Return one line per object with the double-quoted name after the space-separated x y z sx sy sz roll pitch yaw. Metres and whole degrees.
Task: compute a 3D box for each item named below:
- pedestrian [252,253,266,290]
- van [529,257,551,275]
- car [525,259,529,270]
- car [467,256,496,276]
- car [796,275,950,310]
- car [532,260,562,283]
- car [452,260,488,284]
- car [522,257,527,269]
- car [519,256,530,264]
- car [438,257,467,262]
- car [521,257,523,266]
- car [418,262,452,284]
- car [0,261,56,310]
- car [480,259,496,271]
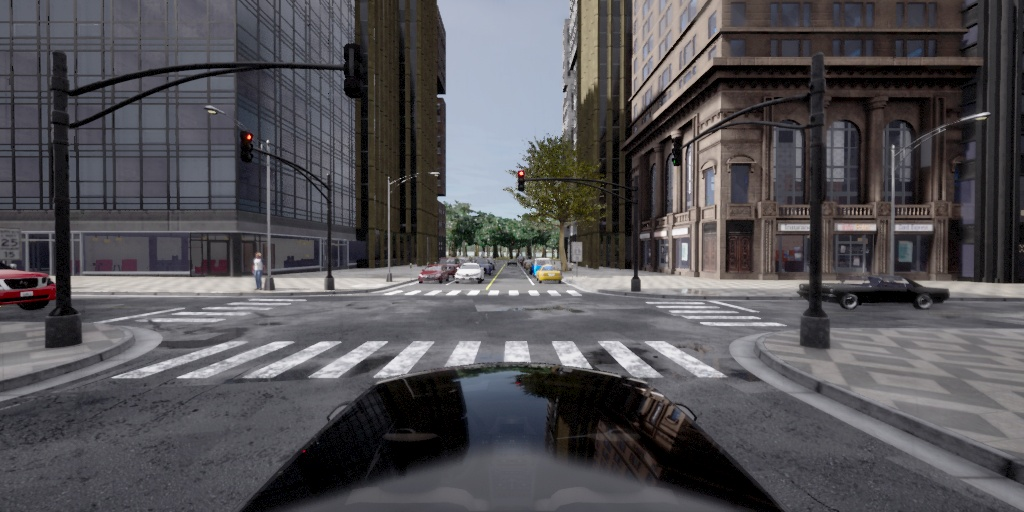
-12.536 0.744 17.774 0.375 1.860 0.375 0 0 0 "pedestrian"
2.736 1.065 32.647 1.690 1.789 3.998 0 0 0 "van"
2.731 1.281 38.327 1.948 1.339 4.313 0 0 0 "car"
-3.127 1.069 37.457 2.097 1.767 4.553 0 0 0 "car"
14.699 1.446 14.821 4.718 1.301 1.895 0 1 0 "car"
2.741 1.258 27.137 1.751 1.417 4.829 0 0 0 "car"
-3.118 1.258 27.197 1.812 1.442 4.674 0 0 0 "car"
2.721 1.216 49.856 1.751 1.417 4.829 0 0 0 "car"
2.712 1.212 61.044 2.007 1.370 4.403 0 0 0 "car"
-5.789 1.039 32.631 2.192 1.841 5.009 0 0 0 "car"
2.717 1.222 55.365 1.888 1.381 4.507 0 0 0 "car"
-5.784 1.315 26.951 1.802 1.307 4.207 0 0 0 "car"
-18.383 0.843 11.520 5.566 2.045 2.150 1 1 0 "car"
-3.127 1.202 47.510 1.837 1.490 4.892 0 0 0 "car"
